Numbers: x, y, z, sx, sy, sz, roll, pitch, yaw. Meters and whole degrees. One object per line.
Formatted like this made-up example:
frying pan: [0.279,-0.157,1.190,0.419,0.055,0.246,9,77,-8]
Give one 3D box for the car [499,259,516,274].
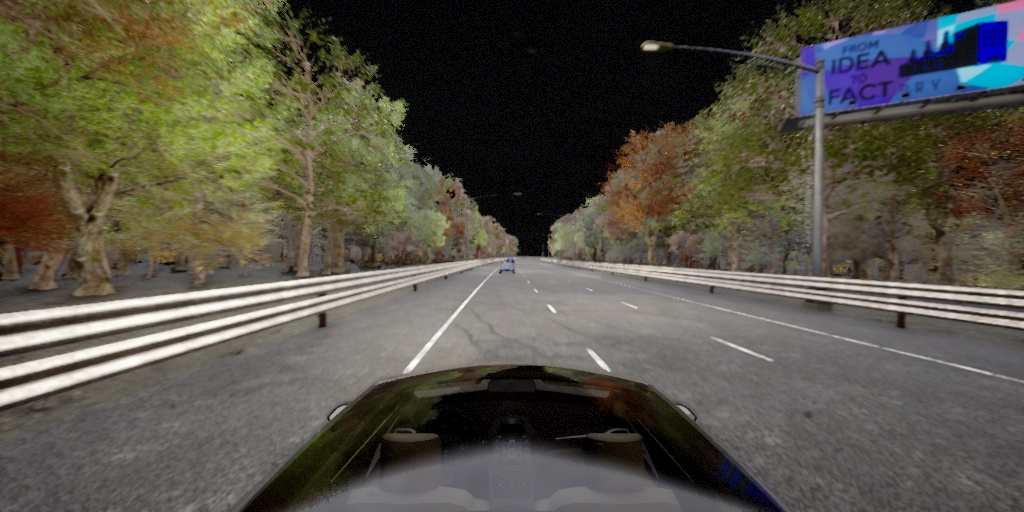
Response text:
car: [-0.539,1.358,42.713,2.033,1.411,5.357,1,0,0]
